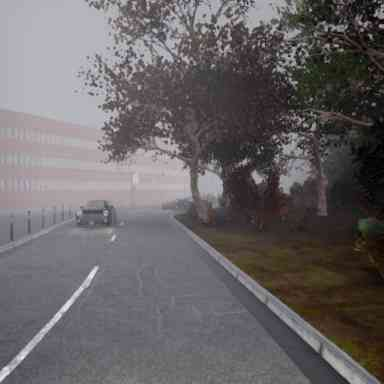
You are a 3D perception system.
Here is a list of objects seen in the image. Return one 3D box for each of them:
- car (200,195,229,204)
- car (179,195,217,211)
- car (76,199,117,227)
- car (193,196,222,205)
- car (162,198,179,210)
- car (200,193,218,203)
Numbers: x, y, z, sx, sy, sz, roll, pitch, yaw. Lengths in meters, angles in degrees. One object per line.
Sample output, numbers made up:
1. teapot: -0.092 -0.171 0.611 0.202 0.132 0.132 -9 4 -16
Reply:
1. car: 4.152 1.429 61.718 5.008 1.535 2.097 0 0 30
2. car: 0.776 1.494 40.108 1.837 1.490 4.892 0 0 29
3. car: -6.330 1.306 22.373 2.097 1.767 4.553 0 0 -7
4. car: 2.756 1.474 59.260 4.674 1.452 2.002 0 0 30
5. car: -1.948 1.517 42.065 1.837 1.490 4.892 0 0 30
6. car: 1.337 1.187 56.816 5.566 2.045 2.435 0 0 30
